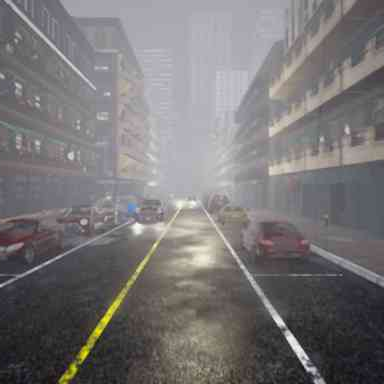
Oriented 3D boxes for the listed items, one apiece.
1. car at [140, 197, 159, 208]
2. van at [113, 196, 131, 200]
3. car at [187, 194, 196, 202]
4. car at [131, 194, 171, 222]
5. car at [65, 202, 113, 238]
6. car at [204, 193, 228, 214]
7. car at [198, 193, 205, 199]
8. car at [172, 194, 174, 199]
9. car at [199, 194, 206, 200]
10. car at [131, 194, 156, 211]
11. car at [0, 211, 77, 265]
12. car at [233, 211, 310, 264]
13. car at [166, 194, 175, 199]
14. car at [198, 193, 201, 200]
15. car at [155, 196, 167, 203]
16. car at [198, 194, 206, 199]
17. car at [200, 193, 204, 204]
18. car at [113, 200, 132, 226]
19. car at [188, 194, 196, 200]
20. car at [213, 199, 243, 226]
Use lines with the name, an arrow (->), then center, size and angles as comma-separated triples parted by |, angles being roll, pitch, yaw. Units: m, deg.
car -> -5.716, 1.380, 44.970 | 2.008, 1.369, 4.403 | -1, 0, 0
van -> -5.675, 1.233, 28.163 | 1.690, 1.788, 3.998 | -1, 0, 0
car -> -0.012, 1.285, 67.607 | 2.033, 1.411, 5.357 | 0, 0, 0
car -> -3.026, 1.254, 25.326 | 2.097, 1.767, 4.553 | 0, 0, 0
car -> -5.671, 1.375, 16.959 | 1.967, 1.590, 4.097 | -1, 0, 0
car -> 2.671, 1.186, 33.738 | 2.192, 1.841, 5.009 | -1, 0, 0
car -> 2.661, 1.083, 95.360 | 1.967, 1.590, 4.097 | -1, 0, 0
car -> -5.714, 1.255, 78.582 | 2.008, 1.369, 4.403 | -1, 0, 0
car -> 2.664, 1.209, 84.326 | 1.752, 1.417, 4.829 | -1, 0, 0
car -> -5.700, 1.165, 39.367 | 2.192, 1.841, 5.009 | -1, 0, 0
car -> -5.669, 1.538, 11.358 | 1.802, 1.307, 4.206 | -1, 0, 0
car -> 2.679, 1.538, 11.331 | 1.802, 1.307, 4.206 | -1, 0, 0
car -> -5.716, 1.214, 89.786 | 2.008, 1.369, 4.403 | -1, 0, 0
car -> 2.667, 1.102, 56.146 | 2.192, 1.841, 5.009 | -1, 0, 0
car -> -5.711, 1.348, 61.776 | 1.802, 1.307, 4.206 | -1, 0, 0
car -> 2.664, 1.229, 89.759 | 1.947, 1.339, 4.313 | -1, 0, 0
car -> 2.669, 1.144, 44.942 | 2.192, 1.841, 5.009 | -1, 0, 0
car -> -5.671, 1.464, 22.561 | 2.008, 1.369, 4.403 | -1, 0, 0
car -> -0.014, 1.203, 78.004 | 1.895, 1.301, 4.718 | 0, 0, 0
car -> 2.676, 1.438, 22.704 | 1.752, 1.417, 4.829 | -1, 0, 0
